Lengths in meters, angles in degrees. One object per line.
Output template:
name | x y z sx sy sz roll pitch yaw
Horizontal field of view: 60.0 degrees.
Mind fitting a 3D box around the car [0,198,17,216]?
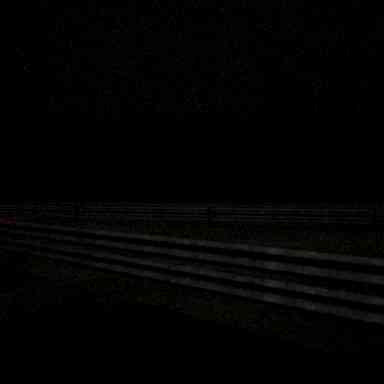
car | -20.094 1.496 33.712 4.553 1.767 2.097 0 0 19
